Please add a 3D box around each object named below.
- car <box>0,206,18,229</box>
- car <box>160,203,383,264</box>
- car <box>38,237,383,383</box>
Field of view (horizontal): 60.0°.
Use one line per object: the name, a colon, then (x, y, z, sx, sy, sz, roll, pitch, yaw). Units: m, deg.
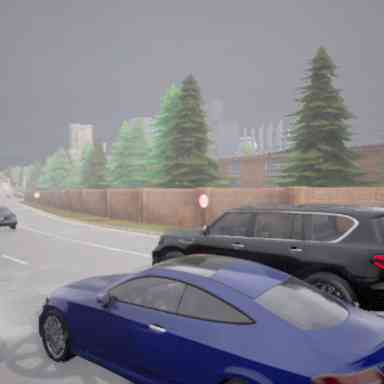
car: (-12.427, 1.575, 20.860, 2.033, 1.411, 5.357, 0, 0, -40)
car: (1.608, 1.264, 7.288, 5.566, 2.045, 2.150, 0, 0, 38)
car: (-0.049, 1.546, 4.196, 4.674, 1.442, 1.812, 0, 0, 37)
